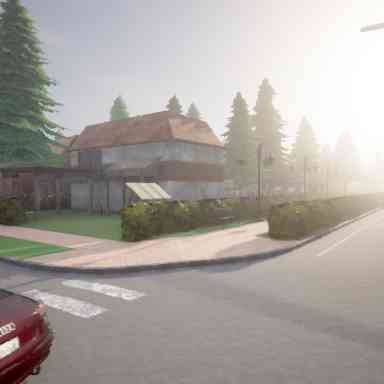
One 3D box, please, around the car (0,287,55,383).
[{"bbox_3d":[-3.793,1.558,3.784,4.181,1.385,1.994,-1,1,14],"label":"car"}]
